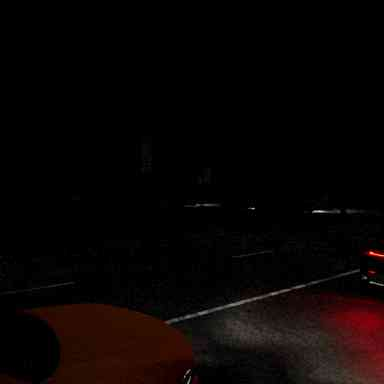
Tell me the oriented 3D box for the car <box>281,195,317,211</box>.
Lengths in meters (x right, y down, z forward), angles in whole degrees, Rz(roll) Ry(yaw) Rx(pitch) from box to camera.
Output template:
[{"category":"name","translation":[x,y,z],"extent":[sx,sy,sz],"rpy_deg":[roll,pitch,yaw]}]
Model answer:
[{"category":"car","translation":[11.019,1.350,36.564],"extent":[1.994,1.385,4.181],"rpy_deg":[-1,0,-39]}]

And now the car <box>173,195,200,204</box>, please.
[{"category":"car","translation":[-0.951,1.257,57.098],"extent":[2.128,1.511,4.902],"rpy_deg":[-1,1,-39]}]

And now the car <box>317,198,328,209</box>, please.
[{"category":"car","translation":[13.429,1.234,39.150],"extent":[1.882,1.535,5.008],"rpy_deg":[-1,0,-39]}]

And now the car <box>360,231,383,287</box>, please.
[{"category":"car","translation":[5.930,1.468,7.976],"extent":[4.892,1.490,1.837],"rpy_deg":[0,0,-35]}]

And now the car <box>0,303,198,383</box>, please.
[{"category":"car","translation":[-2.225,1.478,2.141],"extent":[5.008,1.535,1.882],"rpy_deg":[0,0,-36]}]

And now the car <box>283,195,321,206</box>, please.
[{"category":"car","translation":[15.733,1.187,47.743],"extent":[2.128,1.511,4.902],"rpy_deg":[-1,0,-38]}]

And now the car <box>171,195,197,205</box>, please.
[{"category":"car","translation":[-1.359,1.299,51.999],"extent":[1.837,1.490,4.892],"rpy_deg":[-1,1,-39]}]
